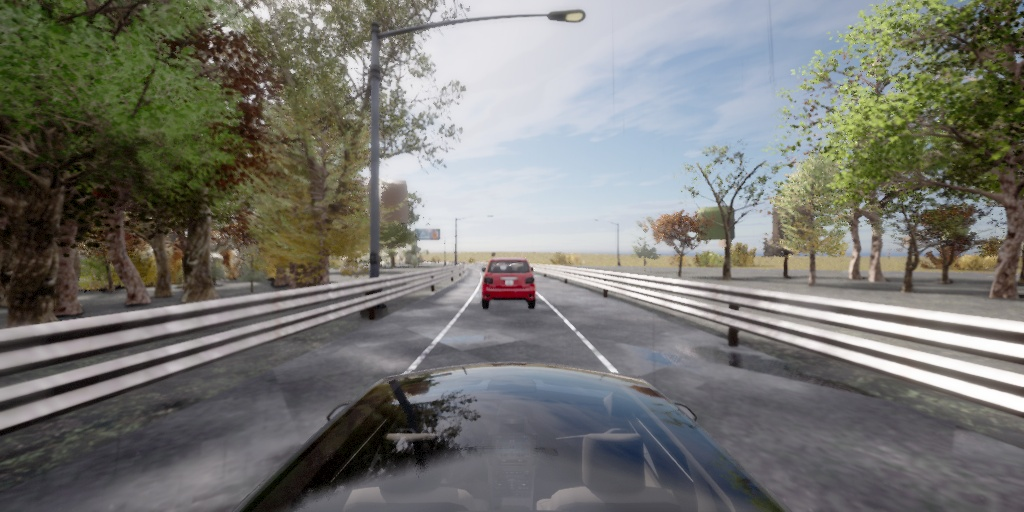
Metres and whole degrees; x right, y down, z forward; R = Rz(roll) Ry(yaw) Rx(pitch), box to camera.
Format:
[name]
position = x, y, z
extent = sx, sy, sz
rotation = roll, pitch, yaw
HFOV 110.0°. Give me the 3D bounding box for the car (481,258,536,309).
[car]
position = -0.182, 1.098, 15.951
extent = 2.150, 2.045, 5.566
rotation = 0, 0, -2
